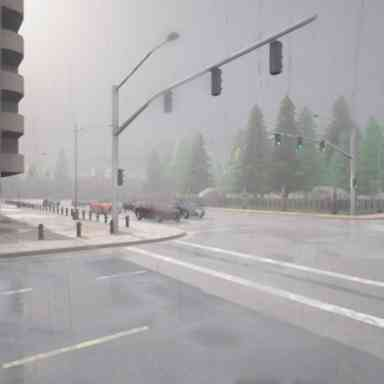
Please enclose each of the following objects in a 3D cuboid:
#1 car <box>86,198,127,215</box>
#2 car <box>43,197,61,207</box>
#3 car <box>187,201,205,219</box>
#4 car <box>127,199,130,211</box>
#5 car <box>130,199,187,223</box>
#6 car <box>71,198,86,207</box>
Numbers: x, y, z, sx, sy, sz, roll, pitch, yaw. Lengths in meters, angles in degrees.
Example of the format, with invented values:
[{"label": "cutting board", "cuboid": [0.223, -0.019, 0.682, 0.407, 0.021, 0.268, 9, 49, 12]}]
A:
[{"label": "car", "cuboid": [-9.090, 1.411, 35.112, 2.097, 1.767, 4.553, 0, 0, -36]}, {"label": "car", "cuboid": [-22.507, 1.550, 53.380, 2.128, 1.511, 4.902, 0, 0, -36]}, {"label": "car", "cuboid": [-0.810, 1.549, 29.811, 2.128, 1.511, 4.902, 0, 0, -36]}, {"label": "car", "cuboid": [-6.332, 1.548, 37.274, 2.128, 1.511, 4.902, 0, 0, -36]}, {"label": "car", "cuboid": [-2.792, 1.535, 26.604, 1.882, 1.535, 5.008, 0, 0, -37]}, {"label": "car", "cuboid": [-17.442, 1.605, 52.366, 2.033, 1.411, 5.357, 0, 0, -36]}]
